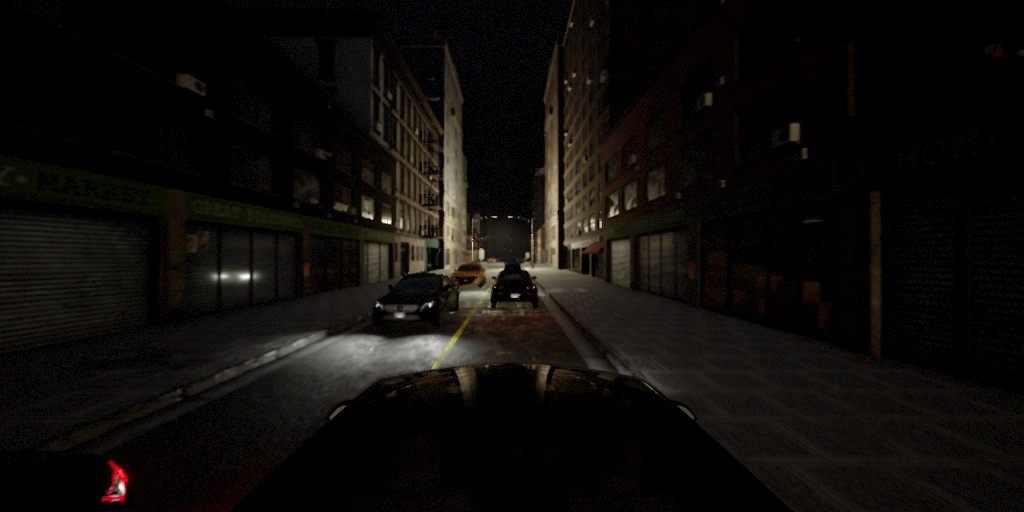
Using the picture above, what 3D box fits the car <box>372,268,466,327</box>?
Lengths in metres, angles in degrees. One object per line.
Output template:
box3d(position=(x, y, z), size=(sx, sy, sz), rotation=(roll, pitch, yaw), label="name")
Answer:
box3d(position=(-2.842, 1.272, 11.594), size=(1.812, 1.442, 4.674), rotation=(0, 0, 1), label="car")

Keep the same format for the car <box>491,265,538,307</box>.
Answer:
box3d(position=(0.097, 1.270, 15.224), size=(1.812, 1.442, 4.674), rotation=(0, 0, 0), label="car")

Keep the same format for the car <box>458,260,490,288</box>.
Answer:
box3d(position=(-2.763, 1.225, 24.025), size=(1.882, 1.535, 5.008), rotation=(0, 0, 0), label="car")

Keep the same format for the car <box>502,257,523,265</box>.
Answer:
box3d(position=(0.083, 1.238, 41.716), size=(1.882, 1.535, 5.008), rotation=(0, 0, 0), label="car")
